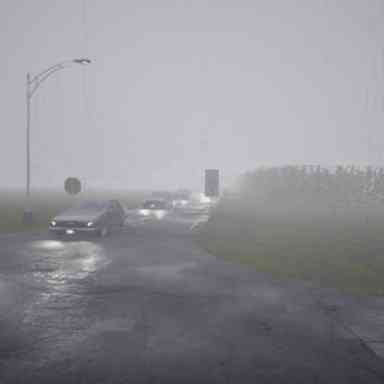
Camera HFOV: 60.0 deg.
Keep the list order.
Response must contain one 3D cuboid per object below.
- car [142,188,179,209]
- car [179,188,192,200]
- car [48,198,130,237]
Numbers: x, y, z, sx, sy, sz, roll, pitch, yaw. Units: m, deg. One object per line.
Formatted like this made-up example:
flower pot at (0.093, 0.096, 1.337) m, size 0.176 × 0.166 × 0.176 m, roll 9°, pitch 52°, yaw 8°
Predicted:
car at (-2.743, 0.613, 28.416) m, size 2.033 × 1.411 × 5.357 m, roll 1°, pitch 2°, yaw 7°
car at (-1.147, 0.221, 42.105) m, size 2.033 × 1.411 × 5.357 m, roll 1°, pitch 2°, yaw 7°
car at (-4.249, 0.999, 14.824) m, size 2.033 × 1.411 × 5.357 m, roll 1°, pitch 2°, yaw 5°
